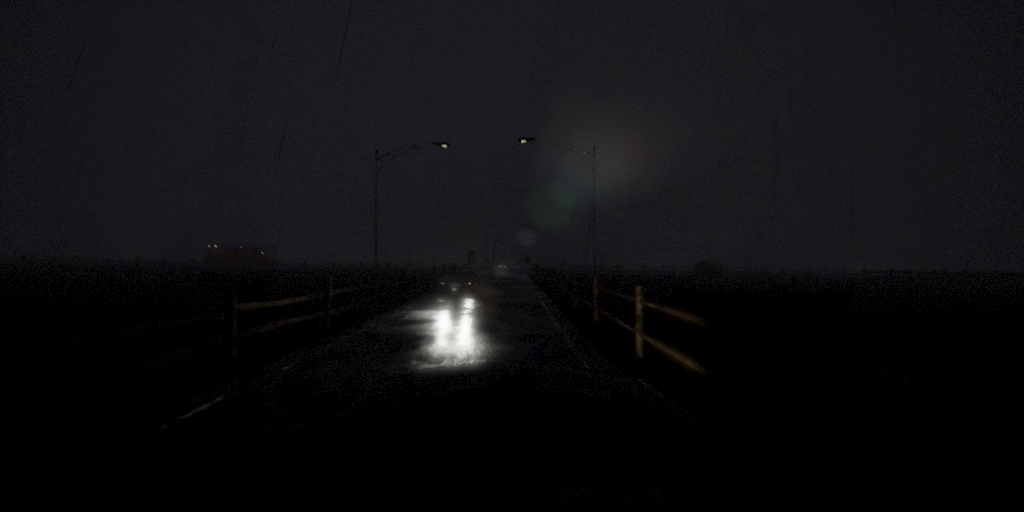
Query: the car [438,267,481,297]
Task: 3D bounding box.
[{"bbox_3d":[-2.850,1.395,20.181,2.128,1.511,4.902,0,0,0],"label":"car"}]
